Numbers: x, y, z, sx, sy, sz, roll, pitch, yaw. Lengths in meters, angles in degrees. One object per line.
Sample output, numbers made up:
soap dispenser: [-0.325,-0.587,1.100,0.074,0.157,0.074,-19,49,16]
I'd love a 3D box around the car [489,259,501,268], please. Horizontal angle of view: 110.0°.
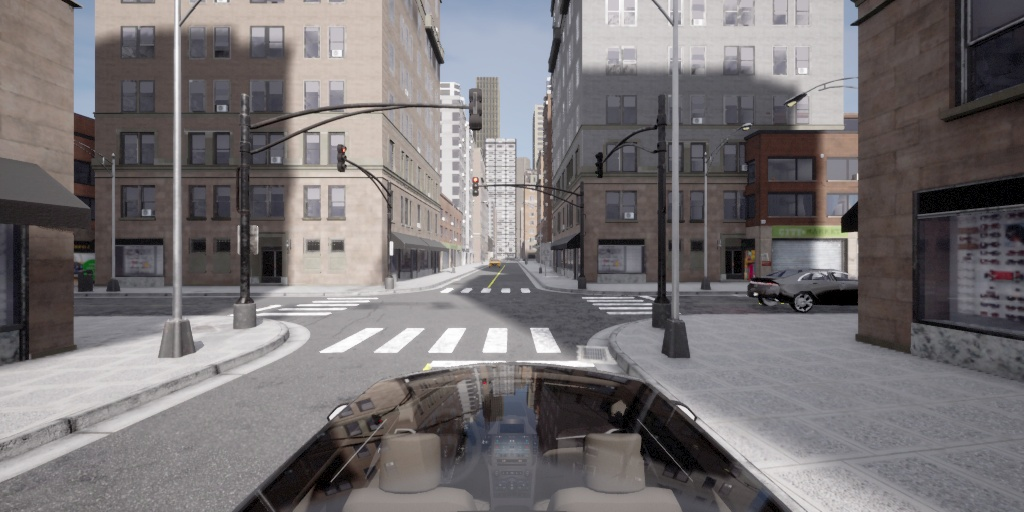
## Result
car: [-2.978,1.207,62.939,1.882,1.535,5.008,0,0,0]

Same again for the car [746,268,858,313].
car: [11.431,1.209,13.251,4.902,1.511,2.128,0,0,0]
